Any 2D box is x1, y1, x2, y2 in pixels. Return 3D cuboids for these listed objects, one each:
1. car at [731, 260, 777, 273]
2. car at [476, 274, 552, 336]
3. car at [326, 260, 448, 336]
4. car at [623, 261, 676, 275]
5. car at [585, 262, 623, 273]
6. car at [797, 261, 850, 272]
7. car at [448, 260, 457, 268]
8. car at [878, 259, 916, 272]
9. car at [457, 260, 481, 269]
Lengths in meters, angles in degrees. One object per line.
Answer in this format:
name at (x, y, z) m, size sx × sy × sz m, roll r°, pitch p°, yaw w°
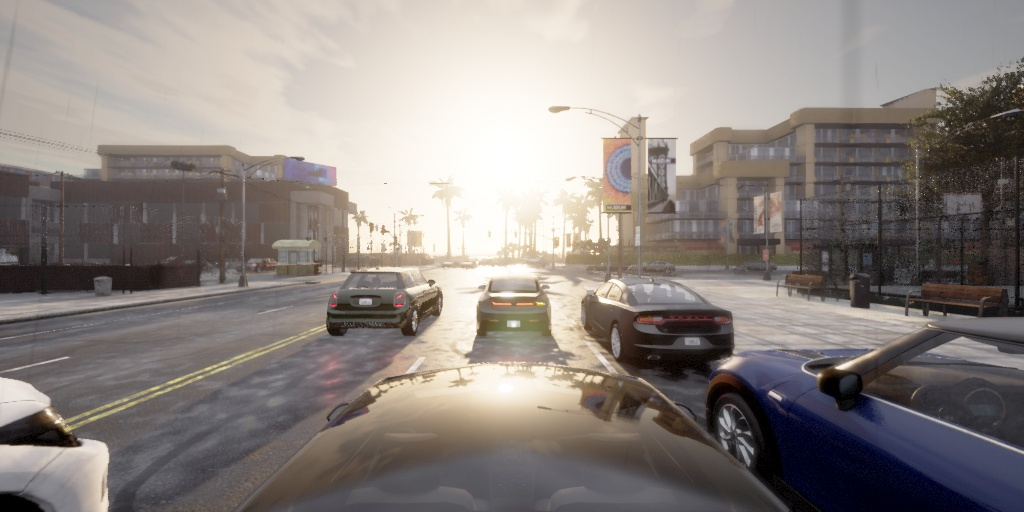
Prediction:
car at (28.695, 1.241, 42.550) m, size 4.902 × 1.511 × 2.128 m, roll 0°, pitch 0°, yaw 0°
car at (0.057, 1.255, 10.348) m, size 1.837 × 1.490 × 4.892 m, roll 0°, pitch 0°, yaw 0°
car at (-3.441, 1.102, 10.594) m, size 2.097 × 1.767 × 4.553 m, roll 0°, pitch 0°, yaw 0°
car at (15.176, 1.241, 38.964) m, size 4.902 × 1.511 × 2.128 m, roll 0°, pitch 0°, yaw 0°
car at (11.156, 1.351, 42.812) m, size 4.718 × 1.301 × 1.895 m, roll 0°, pitch 0°, yaw 7°
car at (33.863, 1.241, 39.087) m, size 4.902 × 1.511 × 2.128 m, roll 0°, pitch 0°, yaw 0°
car at (-10.020, 1.297, 59.289) m, size 2.033 × 1.411 × 5.357 m, roll 0°, pitch 0°, yaw 8°
car at (45.097, 1.081, 42.611) m, size 4.902 × 1.511 × 2.128 m, roll 0°, pitch 0°, yaw -1°
car at (-6.773, 1.297, 56.729) m, size 2.033 × 1.411 × 5.357 m, roll 0°, pitch 0°, yaw 5°
